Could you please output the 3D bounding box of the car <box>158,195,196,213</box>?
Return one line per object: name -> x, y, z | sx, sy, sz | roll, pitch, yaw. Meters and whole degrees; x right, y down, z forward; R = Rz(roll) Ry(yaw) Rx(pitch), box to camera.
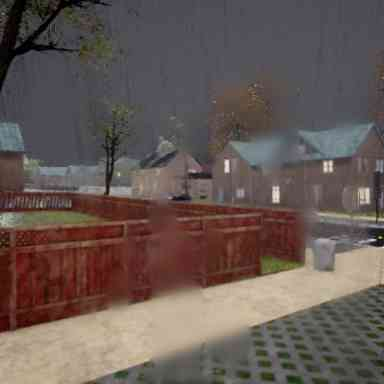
car -> -1.124, 0.965, 25.926 | 1.812, 1.442, 4.674 | -1, 3, -35
